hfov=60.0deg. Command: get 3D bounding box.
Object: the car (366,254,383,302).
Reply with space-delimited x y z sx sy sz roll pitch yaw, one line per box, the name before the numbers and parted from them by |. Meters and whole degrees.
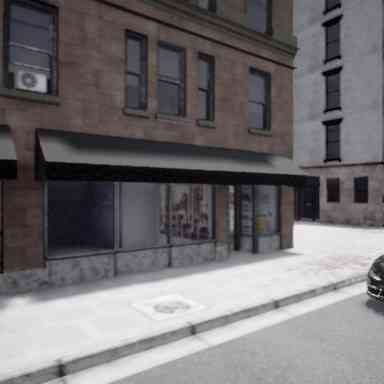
car | 5.657 1.492 7.181 4.892 1.490 1.837 0 0 -36
